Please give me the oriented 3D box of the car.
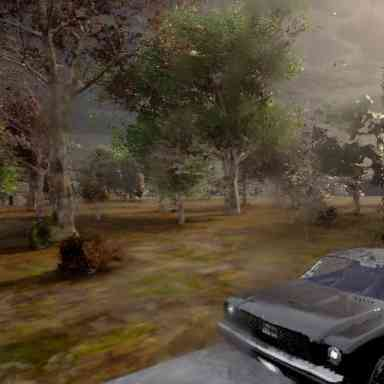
[{"bbox_3d":[2.670,1.604,4.916,4.718,1.301,1.895,0,0,-35],"label":"car"}]
